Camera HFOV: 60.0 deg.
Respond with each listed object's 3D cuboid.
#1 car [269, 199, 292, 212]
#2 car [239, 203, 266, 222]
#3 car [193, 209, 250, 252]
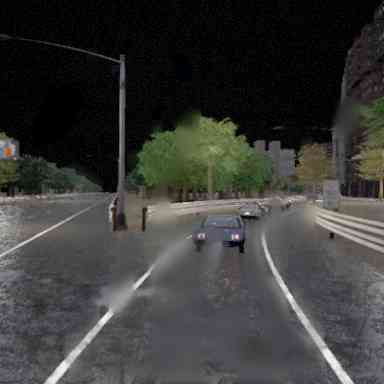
[{"bbox_3d":[10.701,1.545,40.238,2.128,1.511,4.902,0,0,29],"label":"car"},{"bbox_3d":[4.858,1.593,27.131,1.994,1.385,4.181,0,0,19],"label":"car"},{"bbox_3d":[1.338,1.611,14.019,1.895,1.301,4.718,0,0,10],"label":"car"}]
